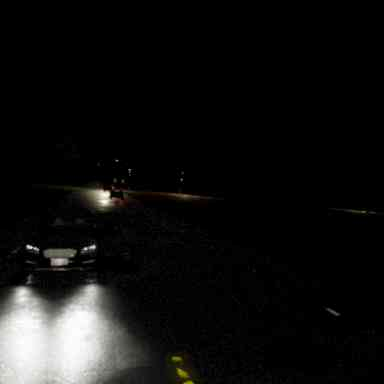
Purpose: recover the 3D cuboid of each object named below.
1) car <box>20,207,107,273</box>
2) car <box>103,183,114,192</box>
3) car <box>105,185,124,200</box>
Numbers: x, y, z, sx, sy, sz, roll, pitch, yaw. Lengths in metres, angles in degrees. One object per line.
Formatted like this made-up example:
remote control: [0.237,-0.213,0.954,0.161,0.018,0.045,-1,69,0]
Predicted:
car: [-3.664,1.255,9.866,2.128,1.511,4.902,3,1,-16]
car: [-17.933,-0.993,71.878,2.150,2.045,5.566,3,2,-16]
car: [-10.984,0.244,48.254,2.128,1.511,4.902,3,1,-16]
